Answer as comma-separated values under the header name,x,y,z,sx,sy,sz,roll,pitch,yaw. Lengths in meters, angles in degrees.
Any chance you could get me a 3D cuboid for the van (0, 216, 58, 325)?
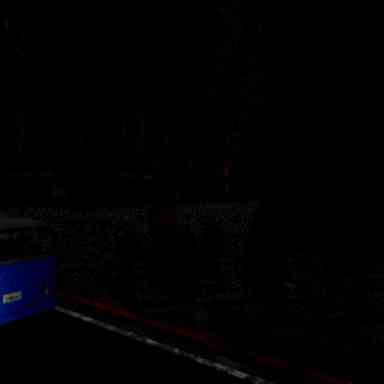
name,x,y,z,sx,sy,sz,roll,pitch,yaw
van,-4.132,1.292,5.948,3.998,1.788,1.690,1,1,36
